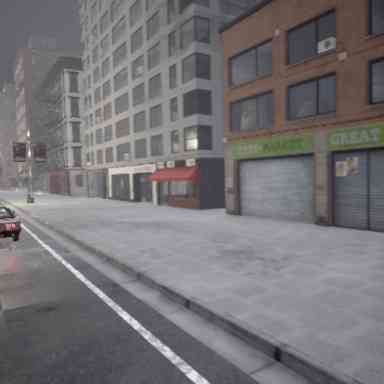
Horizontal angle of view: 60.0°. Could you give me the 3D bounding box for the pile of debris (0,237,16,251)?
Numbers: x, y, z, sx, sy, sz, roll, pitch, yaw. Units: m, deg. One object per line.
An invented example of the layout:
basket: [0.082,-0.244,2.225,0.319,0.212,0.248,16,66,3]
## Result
pile of debris: [-7.062,1.860,11.588,1.500,0.140,1.860,-3,3,-33]

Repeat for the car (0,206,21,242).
car: [-8.139,1.238,13.328,1.895,1.301,4.718,-3,3,-33]
